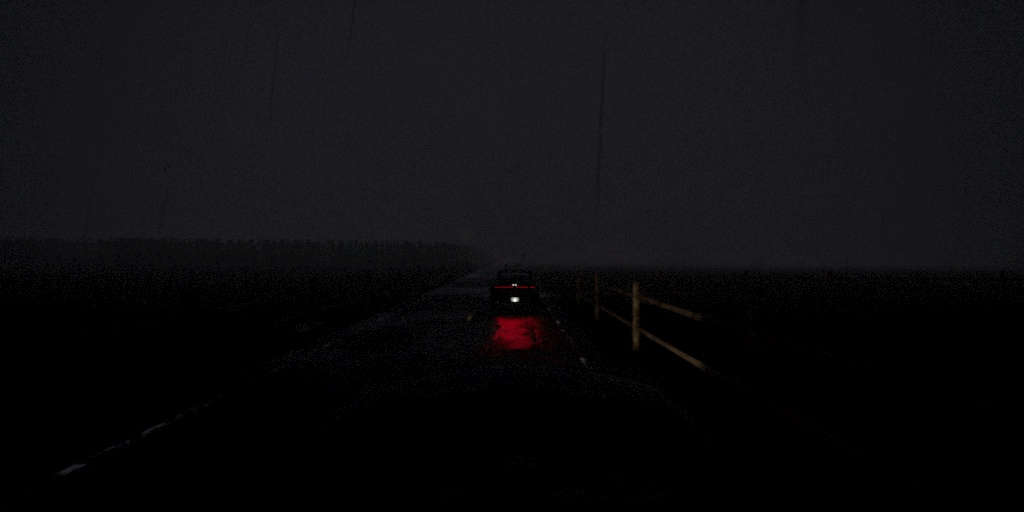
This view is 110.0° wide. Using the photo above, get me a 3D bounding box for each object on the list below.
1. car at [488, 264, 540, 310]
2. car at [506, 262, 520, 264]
[{"bbox_3d":[0.102,1.244,14.710,1.837,1.490,4.892,0,0,0],"label":"car"},{"bbox_3d":[0.105,1.316,37.137,1.895,1.301,4.718,0,0,0],"label":"car"}]
